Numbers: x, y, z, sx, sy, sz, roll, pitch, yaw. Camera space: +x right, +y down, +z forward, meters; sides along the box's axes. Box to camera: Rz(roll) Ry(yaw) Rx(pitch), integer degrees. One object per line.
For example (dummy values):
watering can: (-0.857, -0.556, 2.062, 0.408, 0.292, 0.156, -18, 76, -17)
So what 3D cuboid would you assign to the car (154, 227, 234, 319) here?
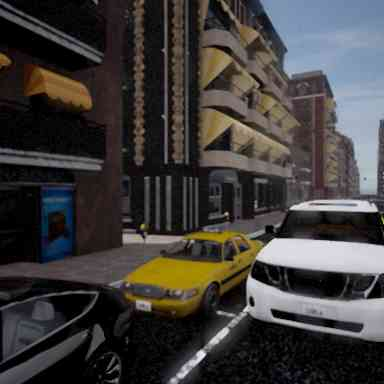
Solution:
car: (0.344, 1.526, 7.533, 1.752, 1.417, 4.829, 0, 0, 28)

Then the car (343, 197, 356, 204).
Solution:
car: (29.676, 1.566, 62.501, 2.008, 1.369, 4.403, 0, 0, 28)

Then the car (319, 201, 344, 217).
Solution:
car: (13.720, 1.583, 32.600, 1.802, 1.307, 4.206, 0, 0, 28)

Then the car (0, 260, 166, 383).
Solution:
car: (-2.235, 1.568, 2.700, 1.947, 1.339, 4.313, 0, 0, 28)

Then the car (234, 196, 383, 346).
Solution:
car: (2.919, 1.220, 6.858, 2.150, 2.045, 5.566, 0, 0, 28)

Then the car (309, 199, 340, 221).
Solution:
car: (11.061, 1.440, 27.617, 1.967, 1.590, 4.097, 0, 0, 28)

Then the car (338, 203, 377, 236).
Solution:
car: (9.780, 1.503, 19.490, 1.837, 1.490, 4.892, 0, 0, 29)

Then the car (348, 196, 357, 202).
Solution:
car: (35.712, 1.605, 73.921, 1.802, 1.307, 4.206, 0, 0, 28)
